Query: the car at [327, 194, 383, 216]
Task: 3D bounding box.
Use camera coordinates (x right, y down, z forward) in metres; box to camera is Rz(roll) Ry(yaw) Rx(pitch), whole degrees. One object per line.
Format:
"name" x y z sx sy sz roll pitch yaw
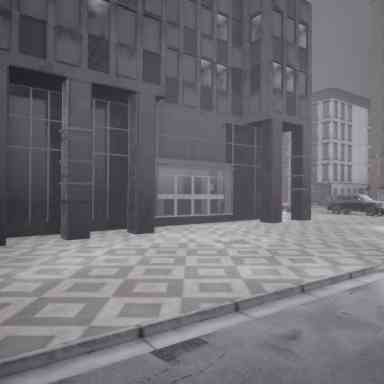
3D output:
"car" 15.801 1.196 31.881 2.150 2.045 5.566 1 -1 -36

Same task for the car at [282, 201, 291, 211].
"car" 9.973 1.504 40.000 1.812 1.442 4.674 1 0 -36
